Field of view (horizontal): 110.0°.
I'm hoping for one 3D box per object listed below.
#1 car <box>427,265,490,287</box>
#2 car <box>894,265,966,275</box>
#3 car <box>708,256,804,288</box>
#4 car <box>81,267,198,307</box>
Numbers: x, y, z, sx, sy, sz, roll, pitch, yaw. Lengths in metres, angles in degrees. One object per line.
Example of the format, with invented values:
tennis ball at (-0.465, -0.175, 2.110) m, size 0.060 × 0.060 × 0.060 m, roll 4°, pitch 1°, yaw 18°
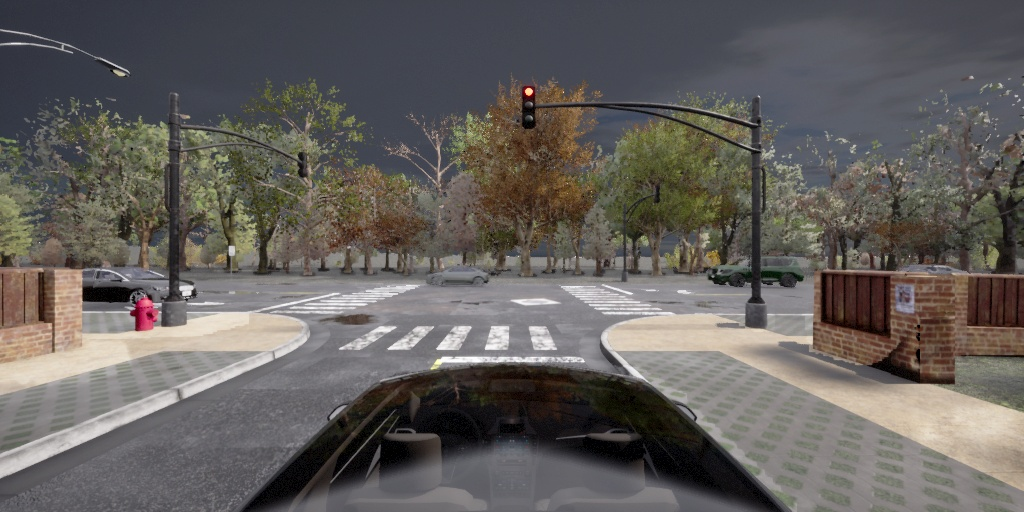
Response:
car at (-3.553, 1.312, 23.931) m, size 4.181 × 1.385 × 1.994 m, roll 0°, pitch 0°, yaw 0°
car at (27.300, 1.345, 23.959) m, size 4.902 × 1.511 × 2.128 m, roll 0°, pitch 0°, yaw 0°
car at (16.192, 1.043, 23.950) m, size 5.566 × 2.045 × 2.150 m, roll 1°, pitch 0°, yaw 0°
car at (-15.117, 1.183, 13.965) m, size 4.902 × 1.511 × 2.128 m, roll 0°, pitch 0°, yaw 0°
